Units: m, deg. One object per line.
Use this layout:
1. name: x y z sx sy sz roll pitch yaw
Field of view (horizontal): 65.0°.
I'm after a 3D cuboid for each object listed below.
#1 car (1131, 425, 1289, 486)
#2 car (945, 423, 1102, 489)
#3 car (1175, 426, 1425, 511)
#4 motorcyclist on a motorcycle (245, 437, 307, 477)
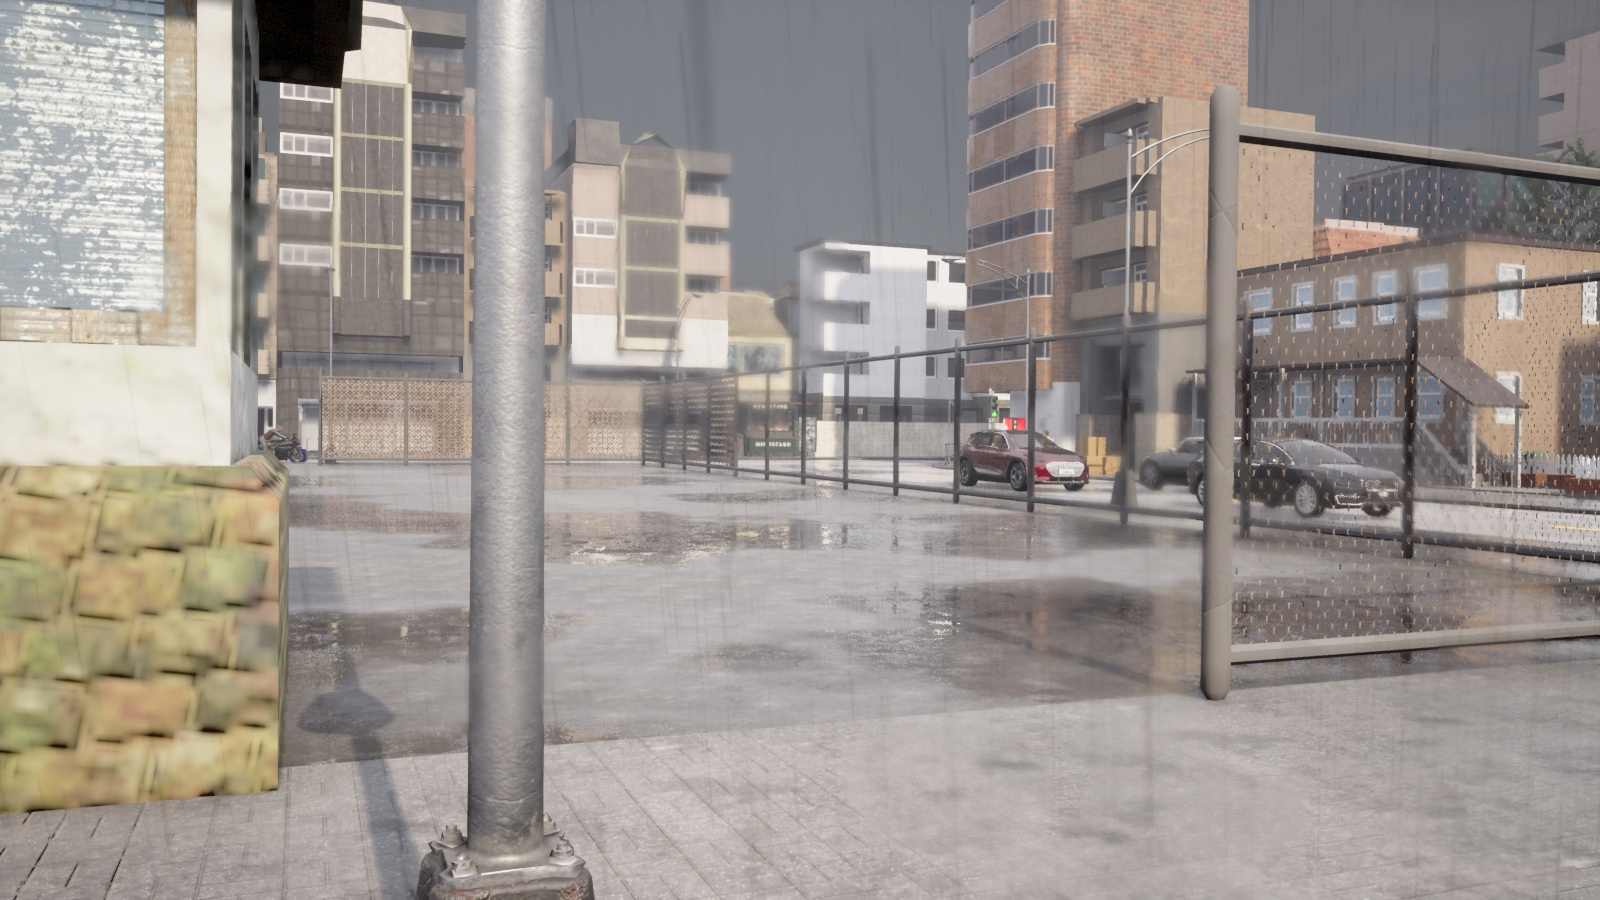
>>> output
1. car: 10.728 0.108 33.151 1.970 1.475 3.806 -1 1 -22
2. car: 5.986 0.105 34.336 2.033 1.649 4.856 -1 1 -20
3. car: 9.728 0.292 24.917 1.837 1.490 4.892 -1 1 -20
4. motorcyclist on a motorcycle: -20.440 0.256 49.029 2.191 1.530 0.866 -1 1 -21
